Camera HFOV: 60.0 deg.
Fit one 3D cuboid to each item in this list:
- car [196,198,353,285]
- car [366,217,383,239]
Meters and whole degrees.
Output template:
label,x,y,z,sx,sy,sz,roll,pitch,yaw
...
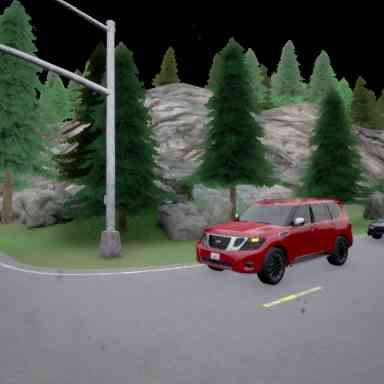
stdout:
label,x,y,z,sx,sy,sz,roll,pitch,yaw
car,2.696,1.225,9.937,5.566,2.045,2.150,0,0,-40
car,10.654,1.559,16.426,5.357,1.411,2.033,0,0,-39
